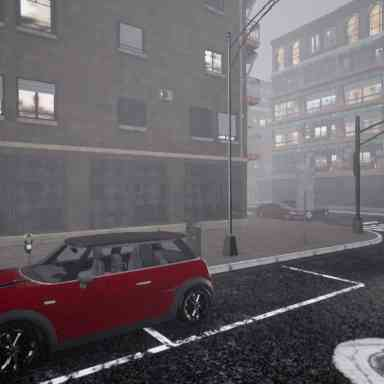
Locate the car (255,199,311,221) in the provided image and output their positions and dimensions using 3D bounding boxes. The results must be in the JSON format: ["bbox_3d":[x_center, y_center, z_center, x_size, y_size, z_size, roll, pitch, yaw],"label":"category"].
[{"bbox_3d":[6.832,1.473,26.206,1.802,1.307,4.206,0,0,-35],"label":"car"}]

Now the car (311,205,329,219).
[{"bbox_3d":[8.918,1.348,27.726,1.882,1.535,5.008,-1,1,-35],"label":"car"}]

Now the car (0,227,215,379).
[{"bbox_3d":[-1.662,1.440,5.432,4.097,1.590,1.967,0,0,-35],"label":"car"}]
